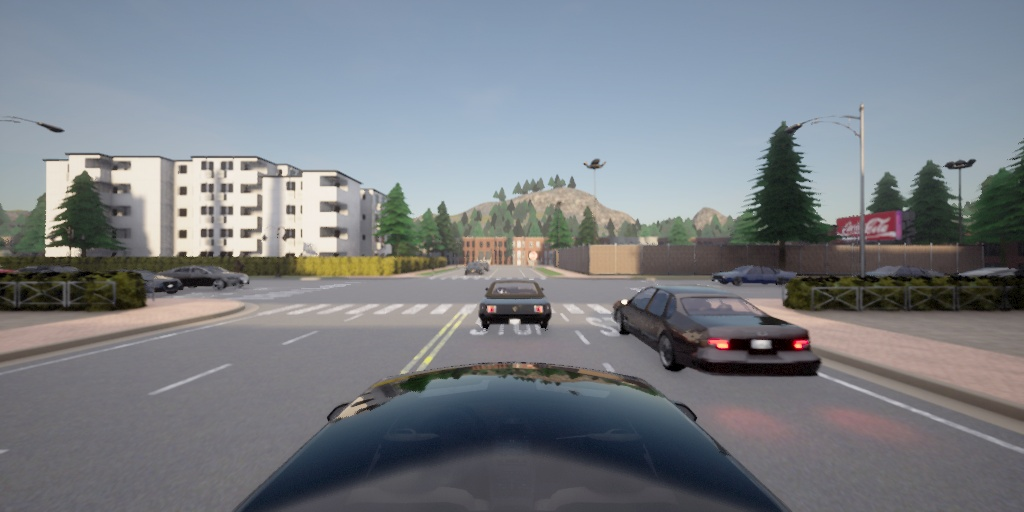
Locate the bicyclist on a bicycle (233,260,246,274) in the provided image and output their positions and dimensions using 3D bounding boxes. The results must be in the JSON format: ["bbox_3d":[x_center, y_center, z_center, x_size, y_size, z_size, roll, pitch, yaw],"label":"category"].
[{"bbox_3d":[-25.286,1.190,33.266,0.582,1.620,1.656,0,0,0],"label":"bicyclist on a bicycle"}]

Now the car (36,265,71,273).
[{"bbox_3d":[-28.396,1.333,22.273,4.902,1.511,2.128,0,0,0],"label":"car"}]

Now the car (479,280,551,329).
[{"bbox_3d":[0.081,1.393,11.351,1.895,1.301,4.718,0,0,0],"label":"car"}]

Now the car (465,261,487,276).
[{"bbox_3d":[-4.242,1.410,40.779,1.837,1.490,4.892,0,0,0],"label":"car"}]

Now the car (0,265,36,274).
[{"bbox_3d":[-29.249,1.047,18.779,5.566,2.045,2.150,0,0,0],"label":"car"}]

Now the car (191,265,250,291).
[{"bbox_3d":[-19.113,1.333,22.342,4.902,1.511,2.128,0,0,-2],"label":"car"}]

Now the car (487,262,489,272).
[{"bbox_3d":[-4.248,1.443,51.094,2.128,1.511,4.902,0,0,0],"label":"car"}]

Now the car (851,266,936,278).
[{"bbox_3d":[27.713,1.403,25.794,5.357,1.411,2.033,0,0,0],"label":"car"}]

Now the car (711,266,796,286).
[{"bbox_3d":[17.417,1.404,25.877,5.357,1.411,2.033,0,0,0],"label":"car"}]

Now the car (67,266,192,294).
[{"bbox_3d":[-19.889,1.390,18.791,4.181,1.385,1.994,0,0,0],"label":"car"}]

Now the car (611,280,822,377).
[{"bbox_3d":[3.632,1.324,7.659,2.033,1.411,5.357,0,0,1],"label":"car"}]

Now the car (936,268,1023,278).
[{"bbox_3d":[25.611,1.350,18.640,4.674,1.442,1.812,0,0,1],"label":"car"}]
